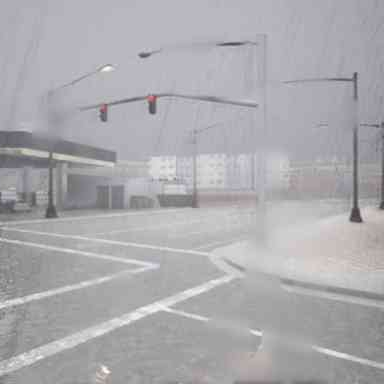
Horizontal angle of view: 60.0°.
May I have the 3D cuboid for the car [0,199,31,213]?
[{"bbox_3d":[-19.624,1.526,36.853,3.806,1.475,1.970,0,0,36],"label":"car"}]
